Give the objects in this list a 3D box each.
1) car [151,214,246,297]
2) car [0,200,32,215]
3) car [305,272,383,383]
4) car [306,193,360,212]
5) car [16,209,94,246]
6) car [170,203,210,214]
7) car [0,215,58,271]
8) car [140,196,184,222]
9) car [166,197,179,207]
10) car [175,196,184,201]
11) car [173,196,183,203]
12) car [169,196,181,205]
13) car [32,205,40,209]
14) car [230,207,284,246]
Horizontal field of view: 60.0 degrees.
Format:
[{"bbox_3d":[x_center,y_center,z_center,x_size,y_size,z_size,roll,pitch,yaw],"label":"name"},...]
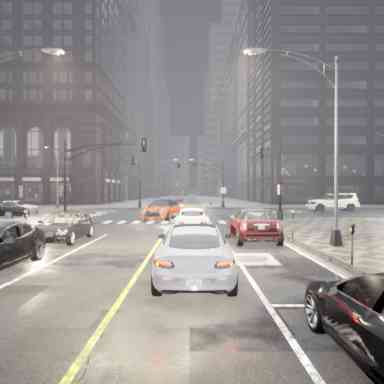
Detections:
[{"bbox_3d":[0.067,1.525,8.475,1.812,1.442,4.674,0,0,1],"label":"car"},{"bbox_3d":[-17.622,1.545,29.978,5.008,1.535,1.882,0,0,-1],"label":"car"},{"bbox_3d":[2.763,1.565,3.866,1.947,1.339,4.313,0,0,0],"label":"car"},{"bbox_3d":[15.500,1.167,36.742,5.566,2.045,2.150,-1,0,0],"label":"car"},{"bbox_3d":[-5.757,1.550,15.140,2.008,1.369,4.403,0,0,0],"label":"car"},{"bbox_3d":[0.010,1.525,17.577,1.812,1.442,4.674,0,0,0],"label":"car"},{"bbox_3d":[-5.759,1.565,9.503,1.947,1.339,4.313,0,0,0],"label":"car"},{"bbox_3d":[-2.407,1.375,26.326,2.097,1.767,4.553,0,0,14],"label":"car"},{"bbox_3d":[-3.019,1.540,51.428,1.812,1.442,4.674,0,0,0],"label":"car"},{"bbox_3d":[-3.053,1.603,82.843,1.994,1.385,4.181,0,0,0],"label":"car"},{"bbox_3d":[-3.009,1.629,70.811,1.895,1.301,4.718,0,0,0],"label":"car"},{"bbox_3d":[-3.040,1.526,60.602,1.837,1.490,4.892,0,0,0],"label":"car"},{"bbox_3d":[-17.629,1.577,33.231,4.674,1.442,1.812,0,0,3],"label":"car"},{"bbox_3d":[2.767,1.439,15.138,1.967,1.590,4.097,0,0,0],"label":"car"}]
